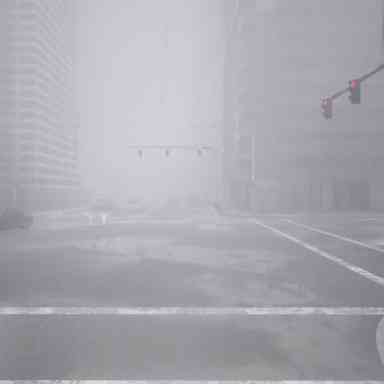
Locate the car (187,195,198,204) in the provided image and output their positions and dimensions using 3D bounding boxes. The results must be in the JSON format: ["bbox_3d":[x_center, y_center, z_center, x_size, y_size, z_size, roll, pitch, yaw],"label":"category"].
[{"bbox_3d":[0.072,1.352,61.813,2.097,1.767,4.553,0,0,0],"label":"car"}]

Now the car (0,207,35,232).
[{"bbox_3d":[-10.609,1.547,18.206,2.033,1.411,5.357,0,0,0],"label":"car"}]

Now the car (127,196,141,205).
[{"bbox_3d":[-10.550,1.525,60.660,1.812,1.442,4.674,0,0,0],"label":"car"}]

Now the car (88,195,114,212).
[{"bbox_3d":[-10.617,1.501,39.409,1.837,1.490,4.892,0,1,0],"label":"car"}]

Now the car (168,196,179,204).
[{"bbox_3d":[-3.529,1.491,63.182,2.128,1.511,4.902,0,0,0],"label":"car"}]
